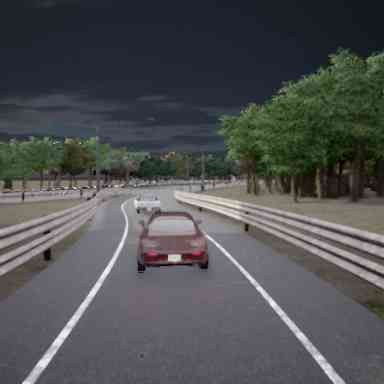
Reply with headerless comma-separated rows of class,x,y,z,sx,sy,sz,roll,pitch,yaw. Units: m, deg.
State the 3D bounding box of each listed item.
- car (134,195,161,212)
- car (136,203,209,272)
car,-3.683,0.910,27.015,1.895,1.301,4.718,-1,2,-12
car,-0.623,1.280,9.871,1.812,1.442,4.674,0,1,-6
